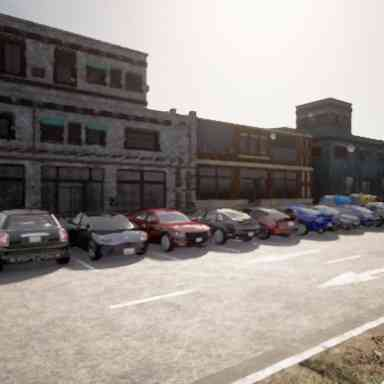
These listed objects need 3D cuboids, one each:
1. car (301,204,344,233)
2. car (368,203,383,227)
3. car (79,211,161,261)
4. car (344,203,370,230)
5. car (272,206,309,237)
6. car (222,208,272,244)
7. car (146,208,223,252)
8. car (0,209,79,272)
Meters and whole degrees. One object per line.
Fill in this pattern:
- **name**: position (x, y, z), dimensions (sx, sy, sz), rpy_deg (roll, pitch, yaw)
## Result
- **car**: position (5.726, 1.538, 19.302), dimensions (2.097, 1.535, 5.008), rpy_deg (0, 0, -35)
- **car**: position (10.154, 1.605, 22.451), dimensions (2.002, 1.452, 4.674), rpy_deg (0, 0, -35)
- **car**: position (-3.423, 1.523, 12.772), dimensions (2.163, 1.488, 4.792), rpy_deg (0, 0, -35)
- **car**: position (7.985, 1.552, 20.921), dimensions (2.231, 1.521, 4.892), rpy_deg (0, 0, -35)
- **car**: position (3.339, 1.554, 17.648), dimensions (2.163, 1.488, 4.792), rpy_deg (0, 0, -35)
- **car**: position (1.095, 1.515, 16.010), dimensions (2.231, 1.521, 4.892), rpy_deg (0, 0, -35)
- **car**: position (-1.178, 1.503, 14.409), dimensions (2.097, 1.535, 5.008), rpy_deg (0, 0, -35)
- **car**: position (-5.683, 1.359, 11.168), dimensions (2.185, 1.767, 4.553), rpy_deg (0, 0, -36)
